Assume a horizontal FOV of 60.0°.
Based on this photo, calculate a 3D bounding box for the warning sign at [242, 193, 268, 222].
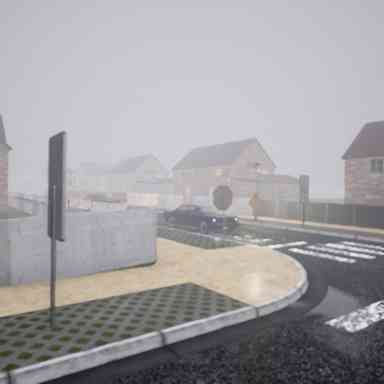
[{"bbox_3d":[4.167,0.969,21.966,1.300,1.860,1.060,0,0,-36],"label":"warning sign"}]

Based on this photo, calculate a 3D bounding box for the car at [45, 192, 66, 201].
[{"bbox_3d":[-22.597,0.695,55.012,2.033,1.411,5.357,1,0,-36],"label":"car"}]

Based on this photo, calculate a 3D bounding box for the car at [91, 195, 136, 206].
[{"bbox_3d":[-6.322,1.196,27.370,1.895,1.301,4.718,1,0,-36],"label":"car"}]

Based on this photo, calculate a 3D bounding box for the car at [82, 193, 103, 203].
[{"bbox_3d":[-11.657,0.916,39.829,1.837,1.490,4.892,1,0,-36],"label":"car"}]

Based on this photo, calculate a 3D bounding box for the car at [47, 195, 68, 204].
[{"bbox_3d":[-17.260,0.853,42.661,1.994,1.385,4.181,1,0,-35],"label":"car"}]

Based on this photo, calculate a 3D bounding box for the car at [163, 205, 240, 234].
[{"bbox_3d":[0.394,1.403,18.039,1.895,1.301,4.718,1,1,-36],"label":"car"}]
